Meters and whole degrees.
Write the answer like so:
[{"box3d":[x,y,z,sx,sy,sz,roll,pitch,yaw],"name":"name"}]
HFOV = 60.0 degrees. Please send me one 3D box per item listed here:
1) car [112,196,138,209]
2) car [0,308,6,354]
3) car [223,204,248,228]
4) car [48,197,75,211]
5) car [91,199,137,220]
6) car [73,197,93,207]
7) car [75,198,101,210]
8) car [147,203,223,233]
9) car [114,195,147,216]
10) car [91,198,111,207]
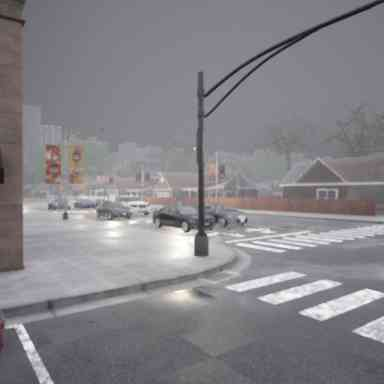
[{"box3d":[-10.280,1.532,50.811,2.097,1.767,4.553,0,0,-36],"name":"car"},{"box3d":[-4.194,1.589,3.184,4.206,1.307,1.802,0,0,-36],"name":"car"},{"box3d":[1.737,1.525,22.819,2.128,1.511,4.902,0,0,-36],"name":"car"},{"box3d":[-17.738,1.575,44.400,2.097,1.767,4.553,0,0,-35],"name":"car"},{"box3d":[-6.982,1.617,29.373,1.837,1.490,4.892,0,0,-36],"name":"car"},{"box3d":[-18.798,1.731,57.083,1.882,1.535,5.008,0,0,-36],"name":"car"},{"box3d":[-14.715,1.681,45.755,1.882,1.535,5.008,0,0,-35],"name":"car"},{"box3d":[-0.605,1.524,20.505,1.882,1.535,5.008,0,0,-36],"name":"car"},{"box3d":[-6.271,1.339,33.949,2.150,2.045,5.566,0,0,-35],"name":"car"},{"box3d":[-16.160,1.801,58.982,1.994,1.385,4.181,0,0,-36],"name":"car"}]
